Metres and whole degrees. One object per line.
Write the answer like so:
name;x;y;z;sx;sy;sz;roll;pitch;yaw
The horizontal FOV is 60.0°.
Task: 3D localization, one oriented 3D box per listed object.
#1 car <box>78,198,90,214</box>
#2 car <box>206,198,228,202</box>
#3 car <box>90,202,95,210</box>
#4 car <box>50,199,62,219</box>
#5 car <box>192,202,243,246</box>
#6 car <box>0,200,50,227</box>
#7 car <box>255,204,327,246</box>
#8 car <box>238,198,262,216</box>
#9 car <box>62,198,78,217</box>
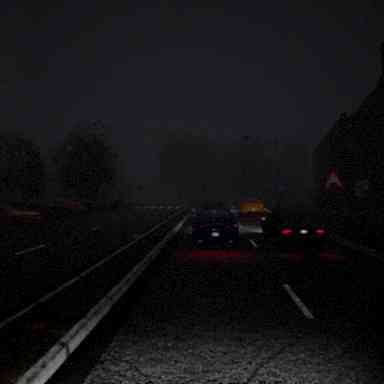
car;-12.390;1.379;30.438;5.008;1.535;2.097;0;1;4
car;1.984;1.290;29.995;1.837;1.490;4.892;0;1;4
car;-12.212;1.348;33.187;4.892;1.521;2.231;0;1;4
car;-12.778;1.468;24.948;4.792;1.488;2.163;0;0;4
car;1.042;1.427;14.987;1.882;1.535;5.008;0;0;4
car;-12.741;1.458;22.180;5.366;1.575;1.946;0;0;4
car;4.286;1.495;14.784;2.033;1.411;5.357;0;0;4
car;5.228;1.247;29.789;1.882;1.535;5.008;0;1;4
car;-12.578;1.410;27.691;4.892;1.521;2.231;0;1;4
